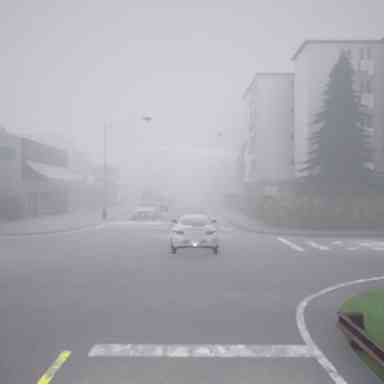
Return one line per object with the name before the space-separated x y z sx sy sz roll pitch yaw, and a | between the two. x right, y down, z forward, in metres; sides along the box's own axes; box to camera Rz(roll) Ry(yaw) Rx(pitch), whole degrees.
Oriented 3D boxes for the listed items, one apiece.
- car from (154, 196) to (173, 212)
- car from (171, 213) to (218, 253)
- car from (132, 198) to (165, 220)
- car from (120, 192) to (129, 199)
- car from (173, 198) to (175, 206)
car | -3.598 1.276 37.241 2.097 1.767 4.553 0 0 0
car | 0.104 1.645 14.318 1.812 1.442 4.674 0 0 0
car | -3.642 1.469 27.379 1.812 1.442 4.674 0 0 2
car | -18.931 1.297 92.849 2.007 1.523 4.514 0 0 0
car | -3.569 1.419 51.158 1.812 1.442 4.674 0 0 0
